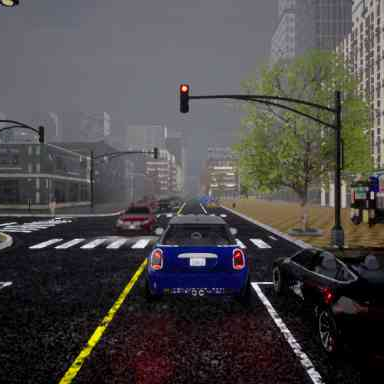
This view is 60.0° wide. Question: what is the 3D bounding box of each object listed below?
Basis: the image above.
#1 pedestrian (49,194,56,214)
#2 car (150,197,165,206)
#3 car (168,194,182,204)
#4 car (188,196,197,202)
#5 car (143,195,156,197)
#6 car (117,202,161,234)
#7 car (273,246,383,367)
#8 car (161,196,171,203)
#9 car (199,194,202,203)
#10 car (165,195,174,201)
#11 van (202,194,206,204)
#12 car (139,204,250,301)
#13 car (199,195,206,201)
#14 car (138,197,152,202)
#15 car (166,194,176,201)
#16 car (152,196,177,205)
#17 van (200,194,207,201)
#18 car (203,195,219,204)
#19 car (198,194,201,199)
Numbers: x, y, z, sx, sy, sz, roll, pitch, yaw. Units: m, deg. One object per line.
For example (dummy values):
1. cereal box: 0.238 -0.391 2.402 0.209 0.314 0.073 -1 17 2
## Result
1. pedestrian: -12.711 1.044 30.293 0.375 1.860 0.375 0 -1 -1
2. car: -5.617 1.565 54.933 2.008 1.369 4.403 0 0 0
3. car: -3.027 1.539 52.957 1.812 1.442 4.674 0 0 0
4. car: 0.102 1.562 79.294 2.033 1.411 5.357 0 0 0
5. car: -5.630 1.326 43.830 2.192 1.841 5.009 0 0 0
6. car: -3.067 1.530 19.337 1.812 1.442 4.674 0 0 0
7. car: 2.701 1.567 5.793 1.947 1.339 4.313 0 0 0
8. car: -5.595 1.544 71.415 1.752 1.417 4.829 0 0 0
9. car: 2.771 1.567 60.475 2.008 1.369 4.403 0 0 0
10. car: -5.581 1.573 82.687 2.008 1.369 4.403 0 0 0
11. van: 2.758 1.354 49.373 1.690 1.788 3.998 0 0 0
12. car: 0.111 1.354 8.460 2.097 1.767 4.553 0 0 0
13. car: 2.807 1.550 88.400 1.752 1.417 4.829 0 0 0
14. car: -5.638 1.591 38.279 1.802 1.307 4.206 0 0 0
15. car: -5.573 1.340 88.238 2.192 1.841 5.009 0 0 0
16. car: -3.053 1.514 37.604 1.837 1.490 4.892 0 0 0
17. van: 2.801 1.364 82.679 1.690 1.788 3.998 0 0 0
18. car: 2.750 1.536 43.992 1.752 1.417 4.829 0 0 0
19. car: 2.785 1.585 71.577 1.947 1.339 4.313 0 0 0
